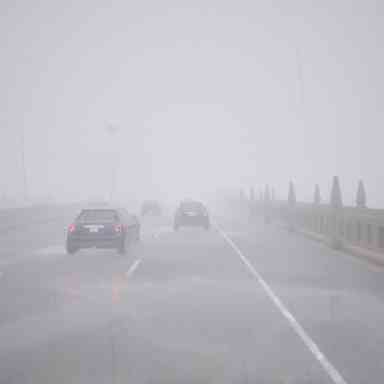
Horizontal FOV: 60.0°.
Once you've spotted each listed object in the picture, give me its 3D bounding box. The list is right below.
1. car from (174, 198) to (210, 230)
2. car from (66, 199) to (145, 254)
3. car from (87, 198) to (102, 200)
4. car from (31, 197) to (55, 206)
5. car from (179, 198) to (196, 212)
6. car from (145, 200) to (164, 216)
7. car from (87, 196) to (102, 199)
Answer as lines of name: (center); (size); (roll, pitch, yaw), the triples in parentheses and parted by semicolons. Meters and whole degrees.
car: (-0.055, 1.352, 21.274); (2.097, 1.767, 4.553); (0, 0, -1)
car: (-3.435, 1.352, 13.723); (2.097, 1.767, 4.553); (0, 0, 0)
car: (-7.175, 1.504, 26.352); (1.837, 1.490, 4.892); (0, 0, -1)
car: (-21.934, 1.507, 49.270); (1.837, 1.490, 4.892); (0, 0, -1)
car: (-0.537, 1.477, 39.137); (1.882, 1.535, 5.008); (0, 0, -2)
car: (-3.822, 1.504, 31.892); (1.837, 1.490, 4.892); (0, 0, -2)
car: (-14.977, 1.349, 51.053); (2.097, 1.767, 4.553); (0, 0, -1)
